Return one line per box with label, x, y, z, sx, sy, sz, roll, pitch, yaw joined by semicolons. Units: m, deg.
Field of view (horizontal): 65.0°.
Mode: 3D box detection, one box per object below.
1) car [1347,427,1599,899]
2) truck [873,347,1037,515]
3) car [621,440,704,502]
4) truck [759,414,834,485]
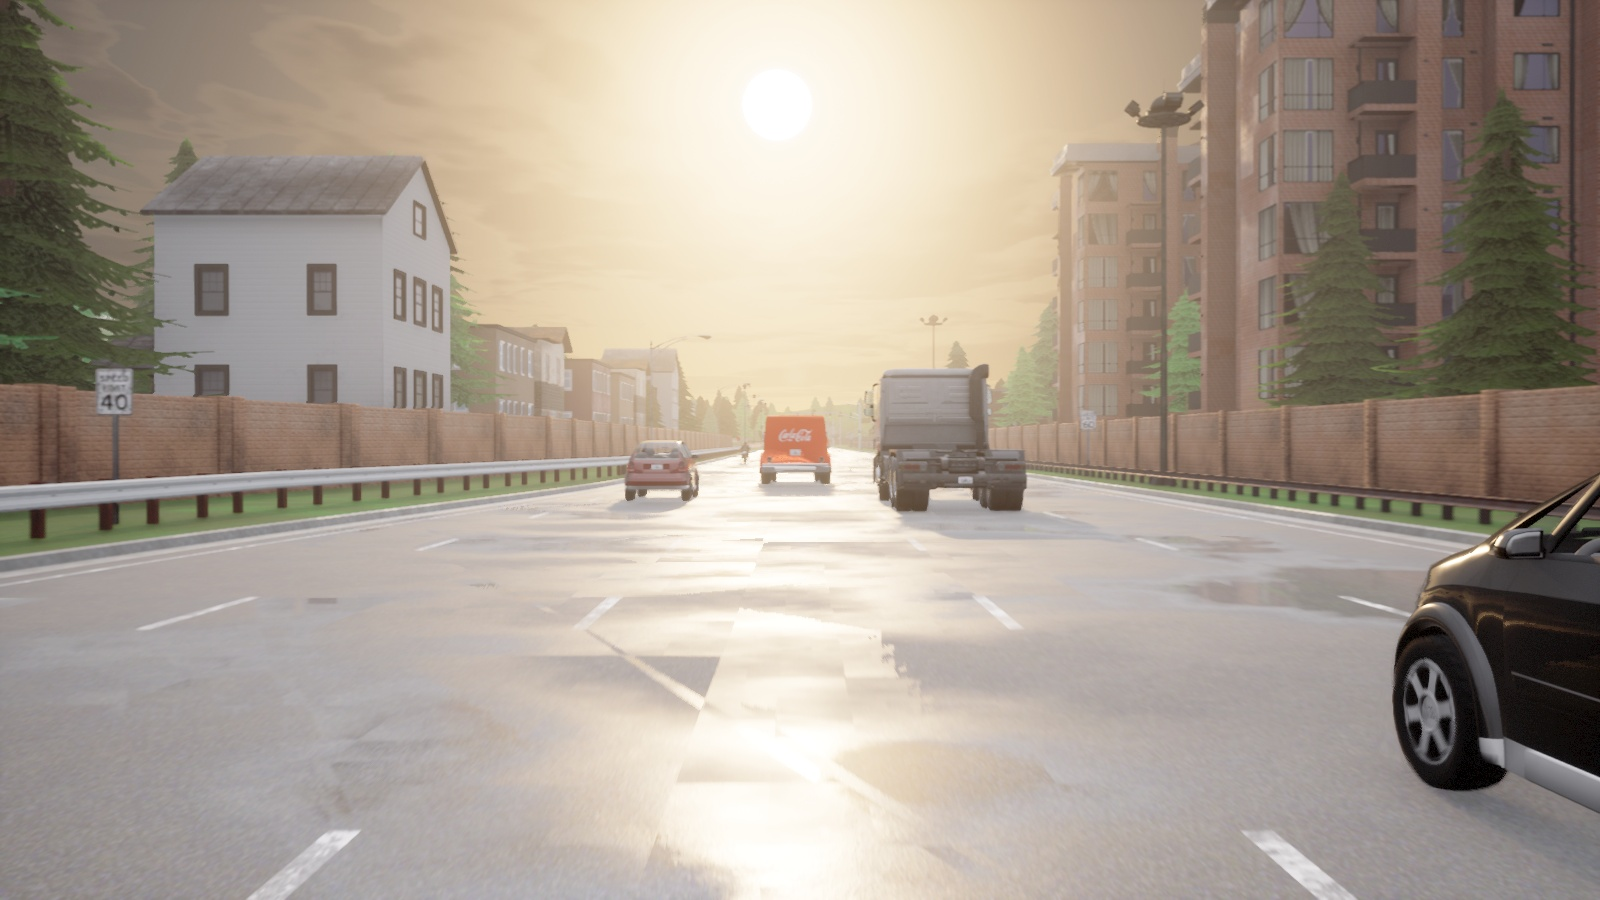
car;3.502;0.700;4.119;1.789;1.549;3.705;0;0;0
truck;3.420;-0.419;29.820;2.891;3.462;7.936;0;0;0
car;-3.592;0.520;33.345;1.789;1.549;3.705;0;0;0
truck;-0.134;-0.027;46.549;2.627;2.467;5.204;0;0;0
